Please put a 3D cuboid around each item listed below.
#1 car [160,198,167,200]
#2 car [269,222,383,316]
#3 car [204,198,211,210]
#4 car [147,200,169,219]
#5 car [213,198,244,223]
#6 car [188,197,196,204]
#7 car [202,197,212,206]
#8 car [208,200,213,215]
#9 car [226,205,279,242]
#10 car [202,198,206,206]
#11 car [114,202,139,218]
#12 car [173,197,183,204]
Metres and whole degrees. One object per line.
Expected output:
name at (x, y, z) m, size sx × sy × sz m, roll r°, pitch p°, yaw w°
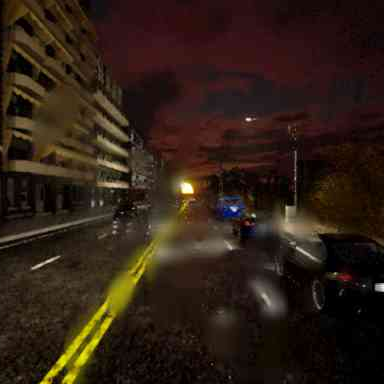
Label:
car at (-6.492, 2.088, 75.826) m, size 2.128 × 1.511 × 4.902 m, roll 0°, pitch -1°, yaw 0°
car at (3.347, 1.639, 7.769) m, size 1.994 × 1.385 × 4.181 m, roll 0°, pitch -1°, yaw 0°
car at (3.255, 2.056, 50.444) m, size 1.994 × 1.385 × 4.181 m, roll 0°, pitch -1°, yaw 0°
car at (-3.341, 1.814, 33.333) m, size 2.128 × 1.511 × 4.902 m, roll 0°, pitch -1°, yaw 0°
car at (3.253, 1.496, 28.478) m, size 2.150 × 2.045 × 5.566 m, roll 0°, pitch -1°, yaw 0°
car at (0.008, 2.282, 80.274) m, size 1.895 × 1.301 × 4.718 m, roll 0°, pitch -1°, yaw 0°
car at (3.257, 2.066, 72.416) m, size 2.097 × 1.767 × 4.553 m, roll 0°, pitch -1°, yaw 0°
car at (3.254, 1.947, 39.444) m, size 1.994 × 1.385 × 4.181 m, roll 0°, pitch -1°, yaw 0°
car at (3.252, 1.672, 17.475) m, size 2.163 × 1.488 × 4.792 m, roll 0°, pitch -1°, yaw 0°
car at (3.256, 2.128, 61.445) m, size 1.812 × 1.442 × 4.674 m, roll 0°, pitch -1°, yaw 0°
car at (-6.591, 1.832, 33.668) m, size 1.837 × 1.490 × 4.892 m, roll 0°, pitch -1°, yaw 0°
car at (-3.242, 1.918, 75.857) m, size 2.097 × 1.767 × 4.553 m, roll 0°, pitch -1°, yaw 0°
